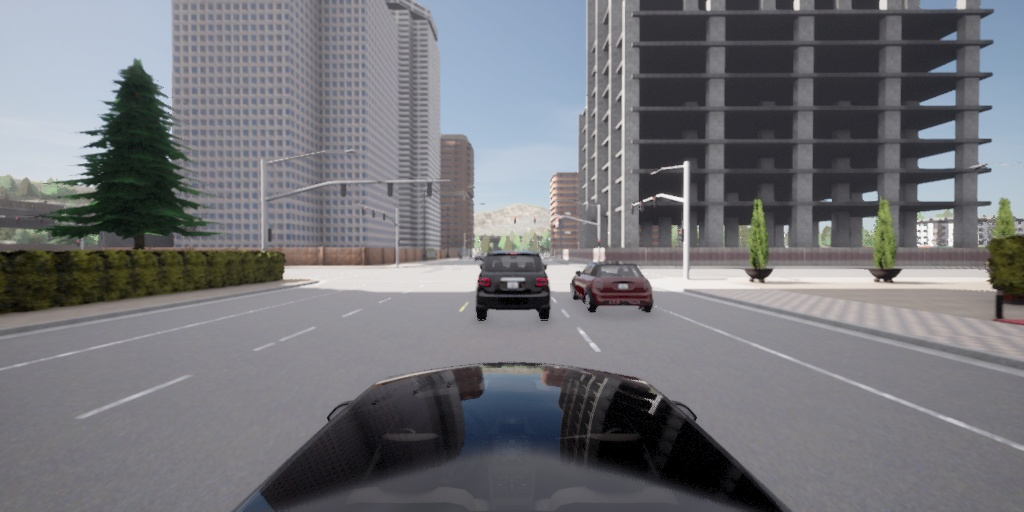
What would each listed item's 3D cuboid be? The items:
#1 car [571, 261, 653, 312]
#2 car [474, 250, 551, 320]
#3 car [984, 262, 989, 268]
[{"bbox_3d":[3.557,0.957,13.550,2.097,1.767,4.553,0,1,0],"label":"car"},{"bbox_3d":[0.047,0.842,12.150,2.150,2.045,5.566,0,0,0],"label":"car"},{"bbox_3d":[50.255,0.813,35.627,5.008,1.535,1.882,0,1,1],"label":"car"}]
